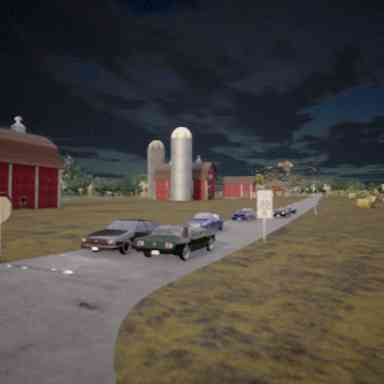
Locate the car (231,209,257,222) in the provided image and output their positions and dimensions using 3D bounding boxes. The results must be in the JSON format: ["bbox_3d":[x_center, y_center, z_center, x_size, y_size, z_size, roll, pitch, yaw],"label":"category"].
[{"bbox_3d":[5.832,2.558,36.964,1.895,1.301,4.718,0,-1,23],"label":"car"}]

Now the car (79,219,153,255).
[{"bbox_3d":[-2.940,2.015,16.060,2.033,1.411,5.357,0,-2,23],"label":"car"}]

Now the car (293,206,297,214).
[{"bbox_3d":[15.333,2.790,52.298,1.895,1.301,4.718,0,-1,23],"label":"car"}]

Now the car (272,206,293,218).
[{"bbox_3d":[11.546,2.666,43.114,1.895,1.301,4.718,0,-1,23],"label":"car"}]

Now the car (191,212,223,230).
[{"bbox_3d":[1.029,2.284,25.531,1.812,1.442,4.674,0,-1,23],"label":"car"}]

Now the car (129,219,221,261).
[{"bbox_3d":[-0.517,2.059,14.469,1.895,1.301,4.718,0,-2,23],"label":"car"}]
